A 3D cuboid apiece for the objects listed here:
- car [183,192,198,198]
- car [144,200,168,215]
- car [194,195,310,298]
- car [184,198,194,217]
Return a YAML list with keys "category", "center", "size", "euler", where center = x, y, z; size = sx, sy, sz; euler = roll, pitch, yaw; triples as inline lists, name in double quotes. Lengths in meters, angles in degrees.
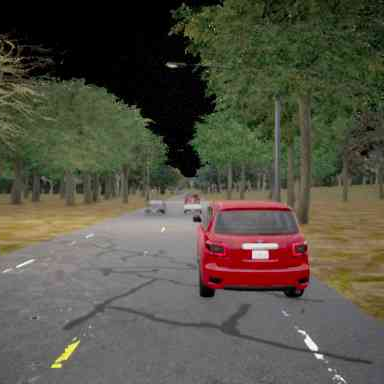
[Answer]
- category: "car"
  center: [0.064, 1.177, 45.832]
  size: [2.150, 2.045, 5.566]
  euler: [0, 0, 0]
- category: "car"
  center: [-3.566, 1.509, 33.567]
  size: [1.812, 1.442, 4.674]
  euler: [0, 0, 0]
- category: "car"
  center: [1.235, 1.224, 8.679]
  size: [2.150, 2.045, 5.566]
  euler: [0, 0, 0]
- category: "car"
  center: [0.104, 1.580, 35.867]
  size: [1.895, 1.301, 4.718]
  euler: [0, 0, 0]
